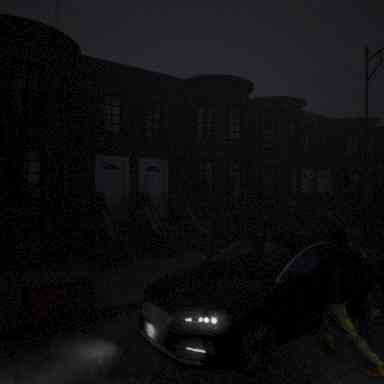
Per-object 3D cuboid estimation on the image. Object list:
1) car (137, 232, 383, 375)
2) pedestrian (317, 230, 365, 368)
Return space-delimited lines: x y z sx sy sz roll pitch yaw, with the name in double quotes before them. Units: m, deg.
"car" 1.477 1.490 5.653 4.902 1.511 2.128 0 0 -35
"pedestrian" 1.958 1.294 4.368 0.375 1.860 0.375 0 0 -35
